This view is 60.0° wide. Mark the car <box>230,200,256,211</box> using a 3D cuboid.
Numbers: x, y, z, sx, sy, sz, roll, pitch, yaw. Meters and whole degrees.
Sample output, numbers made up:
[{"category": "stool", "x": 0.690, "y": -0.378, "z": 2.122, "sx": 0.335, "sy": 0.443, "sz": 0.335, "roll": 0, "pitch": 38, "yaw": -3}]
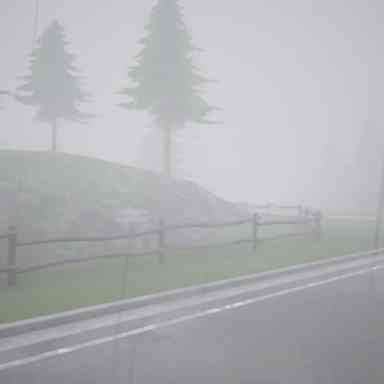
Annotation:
[{"category": "car", "x": 6.385, "y": 1.694, "z": 41.854, "sx": 1.895, "sy": 1.301, "sz": 4.718, "roll": 0, "pitch": 0, "yaw": -12}]
